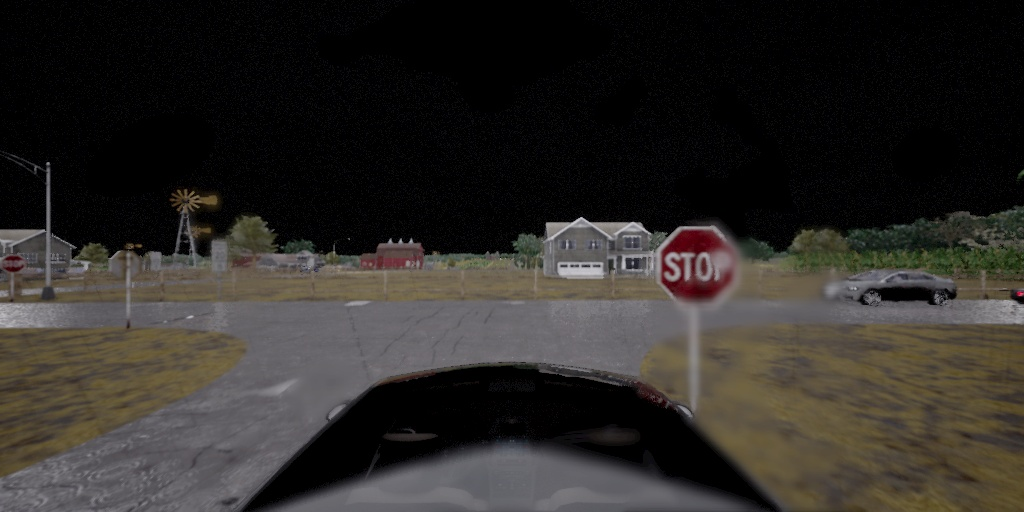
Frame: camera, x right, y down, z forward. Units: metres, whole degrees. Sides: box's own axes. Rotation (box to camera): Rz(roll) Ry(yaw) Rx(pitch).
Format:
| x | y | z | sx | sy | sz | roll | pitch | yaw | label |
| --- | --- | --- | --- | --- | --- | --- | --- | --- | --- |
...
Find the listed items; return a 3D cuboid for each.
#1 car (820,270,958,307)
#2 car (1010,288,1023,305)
| x | y | z | sx | sy | sz | roll | pitch | yaw | label |
| --- | --- | --- | --- | --- | --- | --- | --- | --- | --- |
| 16.426 | 1.363 | 15.791 | 4.902 | 1.511 | 2.128 | 0 | 0 | 0 | car |
| 21.492 | 1.466 | 12.887 | 4.718 | 1.301 | 1.895 | 0 | 0 | 0 | car |
